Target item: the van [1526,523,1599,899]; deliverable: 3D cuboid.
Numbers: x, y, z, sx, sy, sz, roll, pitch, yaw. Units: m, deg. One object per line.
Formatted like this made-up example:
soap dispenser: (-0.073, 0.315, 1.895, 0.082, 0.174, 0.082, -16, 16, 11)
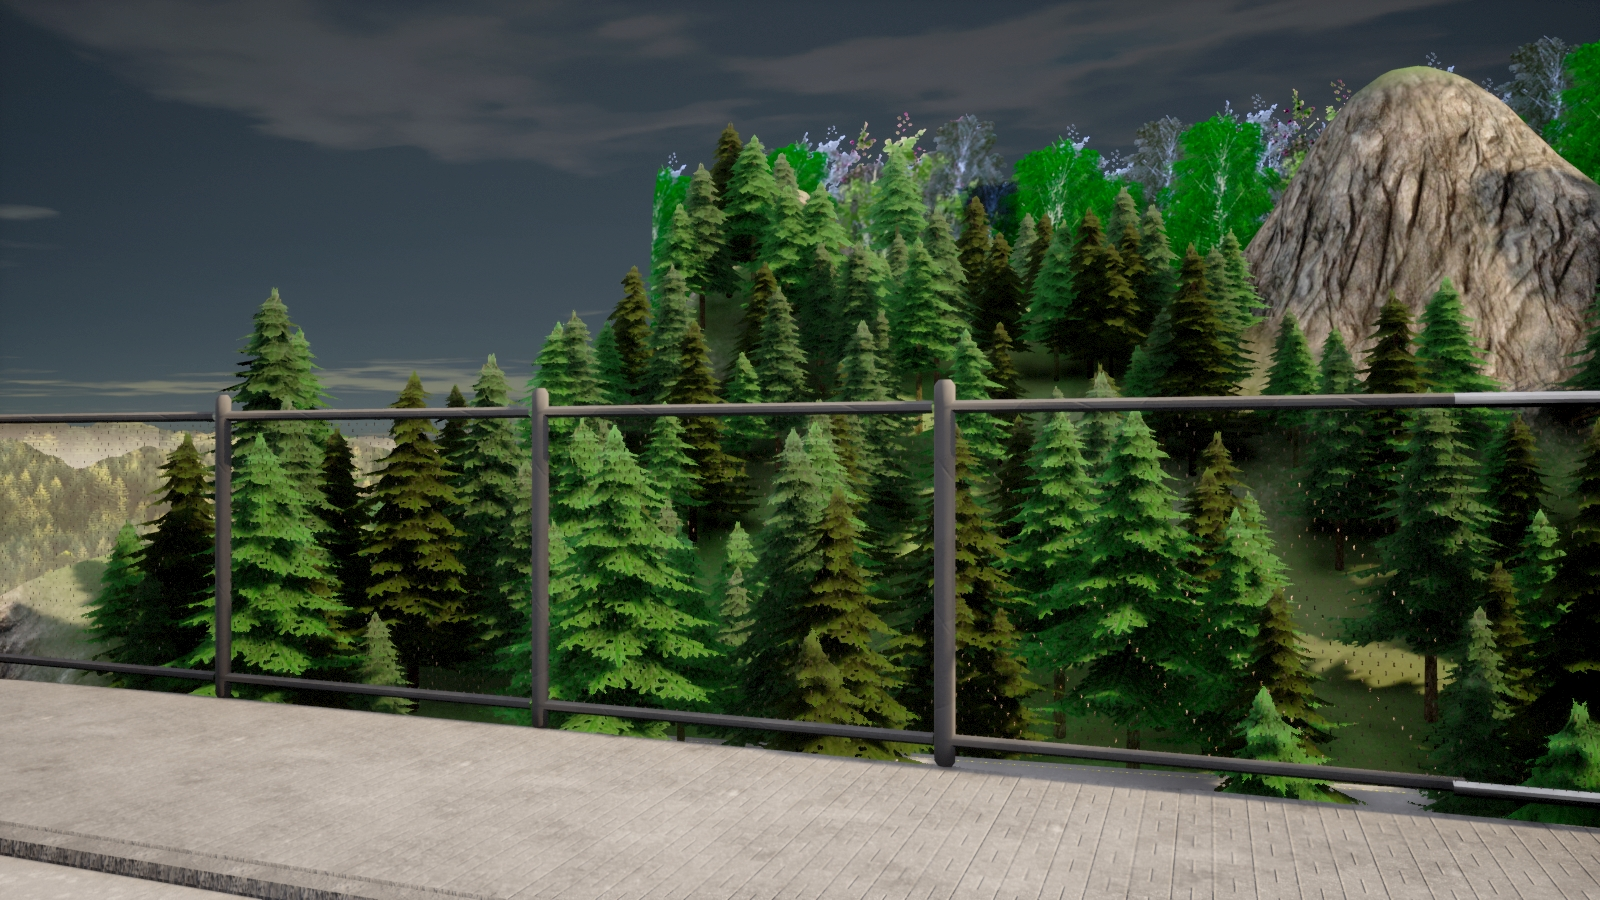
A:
van: (4.958, 1.534, 2.014, 5.915, 2.561, 1.988, 0, 0, 20)
